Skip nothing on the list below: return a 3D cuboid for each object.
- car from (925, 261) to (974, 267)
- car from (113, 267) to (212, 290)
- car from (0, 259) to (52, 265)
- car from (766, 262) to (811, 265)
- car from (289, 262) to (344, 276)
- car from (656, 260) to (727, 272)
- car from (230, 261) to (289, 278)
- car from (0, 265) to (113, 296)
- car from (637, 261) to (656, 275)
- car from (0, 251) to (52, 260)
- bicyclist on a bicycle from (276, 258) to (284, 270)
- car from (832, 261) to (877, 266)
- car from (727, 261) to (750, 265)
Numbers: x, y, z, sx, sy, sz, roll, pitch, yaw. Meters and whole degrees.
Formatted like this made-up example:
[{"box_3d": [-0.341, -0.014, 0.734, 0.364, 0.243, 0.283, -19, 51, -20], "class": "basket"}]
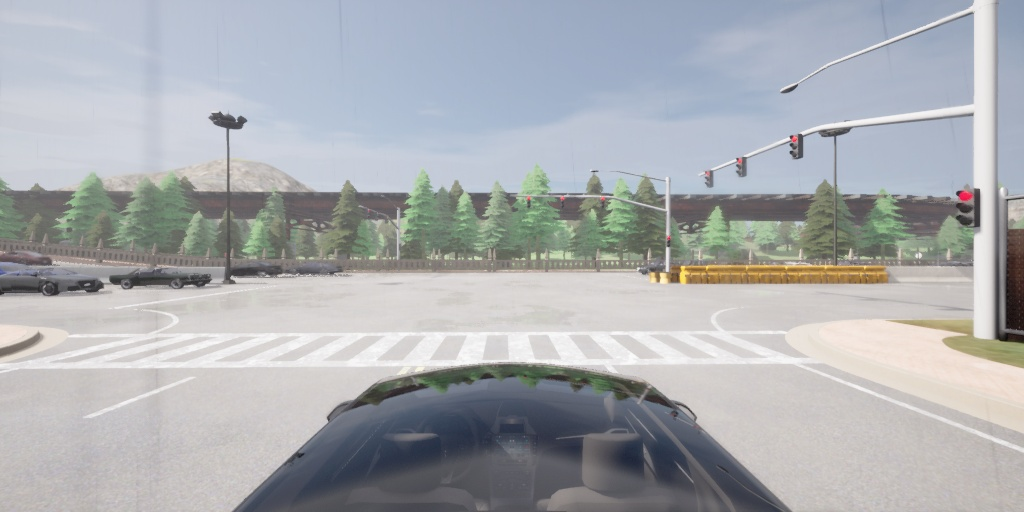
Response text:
[{"box_3d": [37.889, 1.253, 31.144, 4.892, 1.490, 1.837, 0, 0, -2], "class": "car"}, {"box_3d": [-21.479, 1.345, 22.115, 4.718, 1.301, 1.895, 0, 0, -2], "class": "car"}, {"box_3d": [-30.863, 1.166, 21.829, 5.008, 1.535, 1.882, 1, 0, -2], "class": "car"}, {"box_3d": [24.017, 1.275, 30.708, 4.674, 1.442, 1.812, 0, 0, -2], "class": "car"}, {"box_3d": [-20.001, 1.294, 36.369, 5.357, 1.411, 2.033, 0, 0, -2], "class": "car"}, {"box_3d": [15.188, 1.102, 30.453, 4.553, 1.767, 2.097, 0, 0, -2], "class": "car"}, {"box_3d": [-23.738, 1.219, 32.751, 5.008, 1.535, 1.882, 0, 0, -2], "class": "car"}, {"box_3d": [-24.019, 1.305, 18.538, 4.181, 1.385, 1.994, 0, 0, -2], "class": "car"}, {"box_3d": [15.582, 1.241, 37.468, 4.902, 1.511, 2.128, 0, 0, -2], "class": "car"}, {"box_3d": [-48.636, 0.207, 35.549, 4.674, 1.442, 1.812, 5, 0, -1], "class": "car"}, {"box_3d": [-28.446, 1.040, 43.896, 0.582, 1.620, 1.656, 0, 0, -2], "class": "bicyclist on a bicycle"}, {"box_3d": [32.291, 1.240, 34.478, 4.902, 1.511, 2.128, 0, 0, -2], "class": "car"}, {"box_3d": [20.523, 1.254, 34.119, 4.892, 1.490, 1.837, 0, 0, -2], "class": "car"}]
